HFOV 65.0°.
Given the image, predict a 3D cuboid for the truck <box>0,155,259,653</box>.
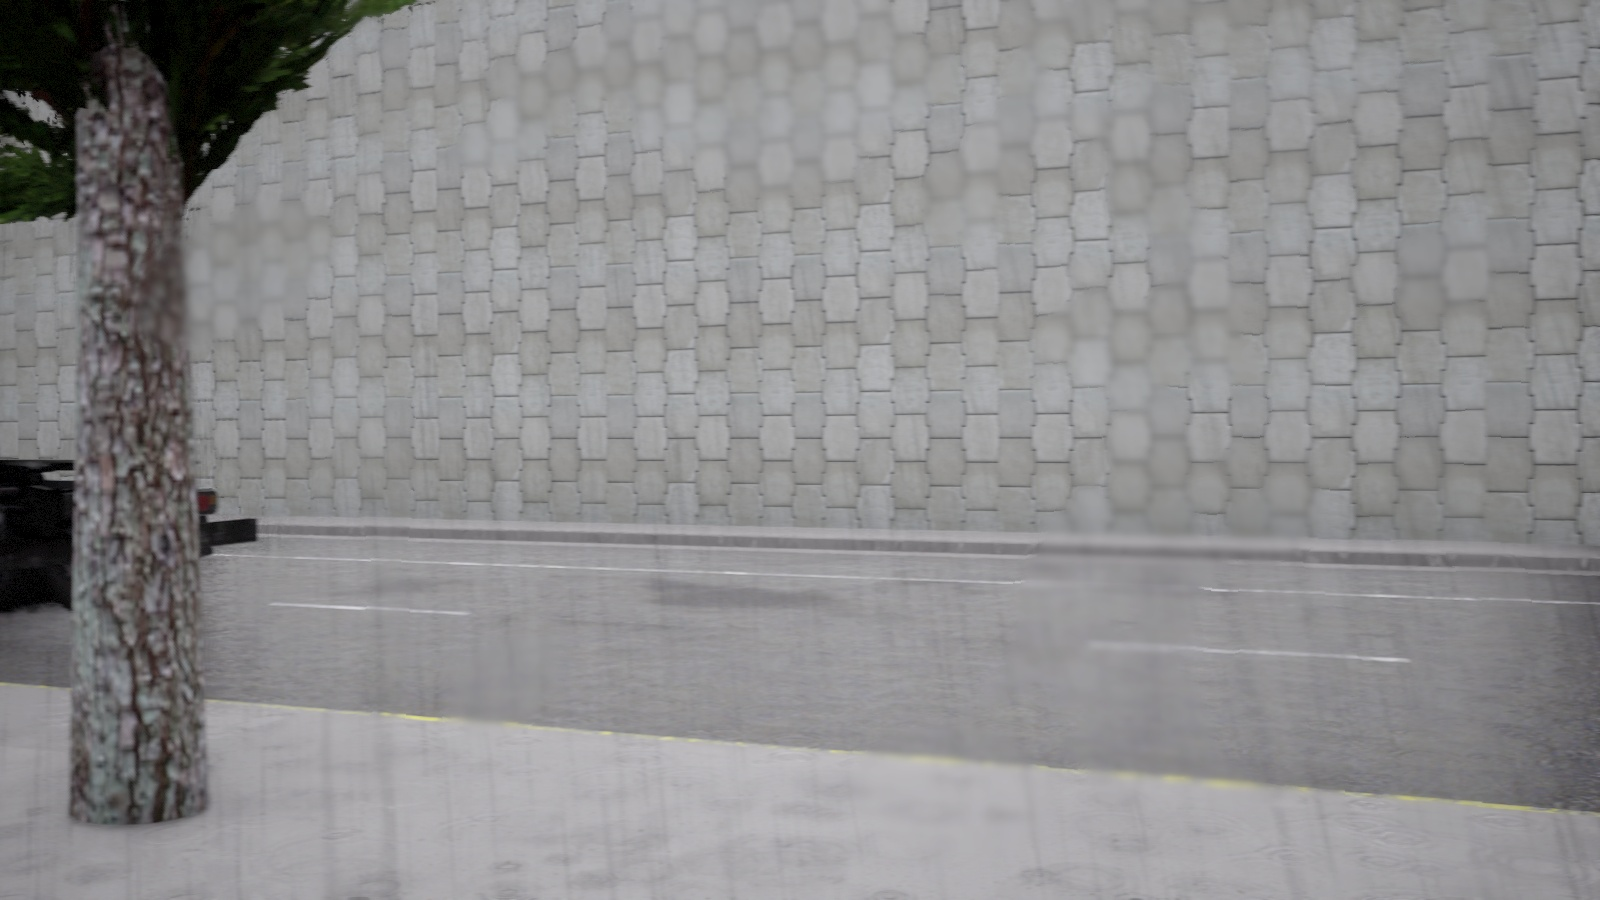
[{"bbox_3d":[-8.993,-0.365,10.952,7.936,3.462,2.891,1,1,19],"label":"truck"}]
